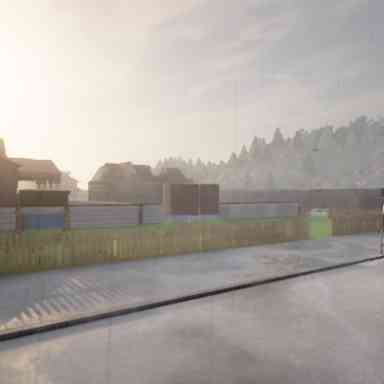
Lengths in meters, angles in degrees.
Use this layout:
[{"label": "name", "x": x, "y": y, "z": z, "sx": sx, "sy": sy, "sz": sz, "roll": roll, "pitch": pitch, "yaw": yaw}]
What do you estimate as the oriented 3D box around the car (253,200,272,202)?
[{"label": "car", "x": 10.186, "y": 1.857, "z": 46.274, "sx": 1.837, "sy": 1.490, "sz": 4.892, "roll": 1, "pitch": 1, "yaw": -36}]
